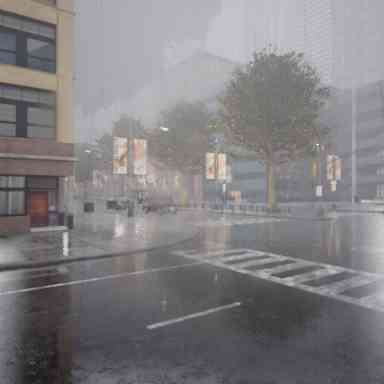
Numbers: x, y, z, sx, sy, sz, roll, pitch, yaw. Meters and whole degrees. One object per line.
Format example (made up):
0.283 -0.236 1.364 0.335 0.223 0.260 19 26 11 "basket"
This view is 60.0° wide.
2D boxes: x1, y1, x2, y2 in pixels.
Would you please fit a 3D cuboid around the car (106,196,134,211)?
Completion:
-8.968 1.344 41.296 2.097 1.767 4.553 0 0 -35 "car"

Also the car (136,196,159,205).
-8.060 1.463 59.873 1.882 1.535 5.008 0 0 -36 "car"

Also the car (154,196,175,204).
-5.217 1.548 61.914 1.994 1.385 4.181 0 0 -36 "car"

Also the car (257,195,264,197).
17.613 1.432 83.130 1.895 1.301 4.718 0 0 -36 "car"

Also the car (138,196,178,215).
-3.245 1.483 33.287 2.128 1.511 4.902 0 0 -36 "car"

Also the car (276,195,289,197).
18.425 1.292 69.196 2.002 1.452 4.674 0 0 -36 "car"

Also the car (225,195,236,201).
7.956 1.388 76.689 2.161 1.482 4.786 0 0 -36 "car"
